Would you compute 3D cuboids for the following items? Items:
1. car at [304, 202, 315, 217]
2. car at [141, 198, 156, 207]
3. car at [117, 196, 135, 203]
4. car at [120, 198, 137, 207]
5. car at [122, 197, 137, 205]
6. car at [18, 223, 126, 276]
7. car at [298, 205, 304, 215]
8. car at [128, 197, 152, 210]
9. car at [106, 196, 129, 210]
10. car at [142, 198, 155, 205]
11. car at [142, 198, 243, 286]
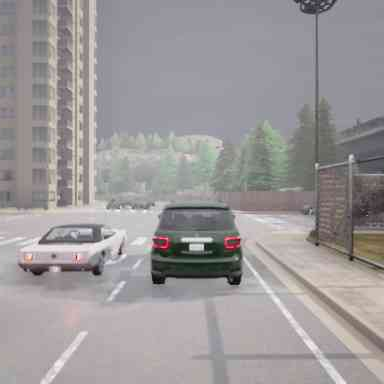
[{"bbox_3d":[12.988,1.630,29.635,4.902,1.511,2.128,0,0,0],"label":"car"},{"bbox_3d":[-7.109,1.702,55.187,2.033,1.411,5.357,0,0,-2],"label":"car"},{"bbox_3d":[-15.335,1.647,76.815,1.837,1.490,4.892,0,0,-42],"label":"car"},{"bbox_3d":[-10.595,1.703,55.837,2.033,1.411,5.357,0,0,-3],"label":"car"},{"bbox_3d":[-12.530,1.732,66.066,2.033,1.411,5.357,0,0,-20],"label":"car"},{"bbox_3d":[-3.373,1.630,10.442,1.895,1.301,4.718,0,0,0],"label":"car"},{"bbox_3d":[13.038,1.501,33.134,4.553,1.767,2.097,0,0,0],"label":"car"},{"bbox_3d":[-6.986,1.480,45.713,2.097,1.767,4.553,0,0,0],"label":"car"},{"bbox_3d":[-10.481,1.633,46.099,1.837,1.490,4.892,0,0,0],"label":"car"},{"bbox_3d":[-8.541,1.782,65.032,1.895,1.301,4.718,0,0,-17],"label":"car"},{"bbox_3d":[0.135,1.251,9.678,2.150,2.045,5.566,0,0,1],"label":"car"}]
